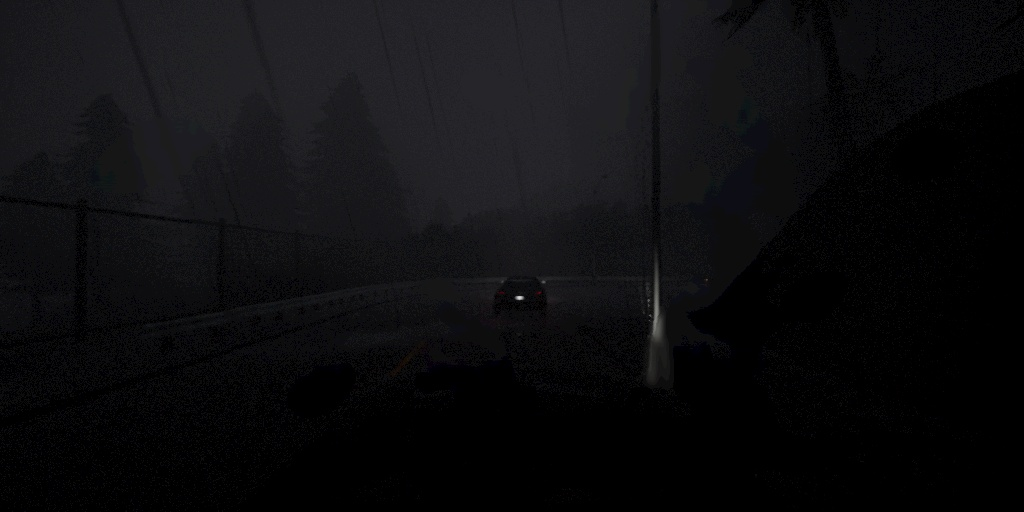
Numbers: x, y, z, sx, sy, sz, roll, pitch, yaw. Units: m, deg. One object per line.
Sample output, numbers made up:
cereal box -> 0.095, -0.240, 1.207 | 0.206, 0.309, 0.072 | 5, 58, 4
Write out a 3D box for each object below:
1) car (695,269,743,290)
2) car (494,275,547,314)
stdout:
car -> 15.882, 1.601, 25.145 | 5.357, 1.411, 2.033 | 0, -1, 0
car -> 0.440, 1.483, 14.695 | 1.994, 1.385, 4.181 | 0, -1, 5
